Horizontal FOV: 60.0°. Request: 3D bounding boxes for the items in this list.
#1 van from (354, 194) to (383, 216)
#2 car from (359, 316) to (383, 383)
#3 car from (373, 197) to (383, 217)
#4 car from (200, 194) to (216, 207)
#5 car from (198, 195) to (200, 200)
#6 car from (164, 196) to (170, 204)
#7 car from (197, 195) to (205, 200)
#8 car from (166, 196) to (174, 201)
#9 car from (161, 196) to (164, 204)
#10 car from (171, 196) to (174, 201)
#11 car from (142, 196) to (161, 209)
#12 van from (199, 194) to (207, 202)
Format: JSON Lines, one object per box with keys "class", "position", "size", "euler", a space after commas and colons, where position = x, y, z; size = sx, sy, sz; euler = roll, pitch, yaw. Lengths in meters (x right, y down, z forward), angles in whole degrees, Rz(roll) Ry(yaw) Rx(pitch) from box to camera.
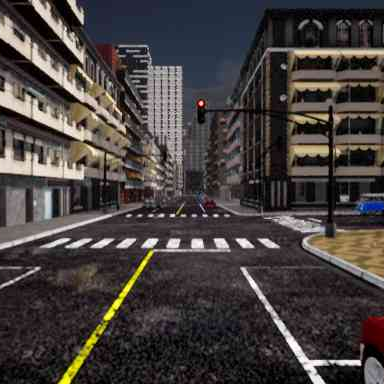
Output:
{"class": "van", "position": [15.607, 1.037, 27.473], "size": [3.998, 1.788, 1.690], "euler": [-1, 1, -1]}
{"class": "car", "position": [2.681, 1.545, 1.885], "size": [1.887, 1.381, 4.507], "euler": [0, 0, 0]}
{"class": "car", "position": [15.027, 1.244, 21.702], "size": [4.902, 1.511, 2.128], "euler": [-1, 0, -1]}
{"class": "car", "position": [2.617, 1.457, 50.884], "size": [1.967, 1.590, 4.097], "euler": [-1, 0, 0]}
{"class": "car", "position": [2.596, 1.581, 67.468], "size": [2.008, 1.369, 4.403], "euler": [-1, 0, 0]}
{"class": "car", "position": [-5.778, 1.465, 61.934], "size": [1.967, 1.590, 4.097], "euler": [-1, 0, 0]}
{"class": "car", "position": [2.560, 1.607, 95.108], "size": [1.887, 1.381, 4.507], "euler": [-1, 0, 0]}
{"class": "car", "position": [-5.812, 1.637, 89.574], "size": [1.802, 1.307, 4.206], "euler": [-1, 0, 0]}
{"class": "car", "position": [-5.763, 1.582, 50.878], "size": [1.947, 1.339, 4.313], "euler": [0, 0, 0]}
{"class": "car", "position": [-5.798, 1.567, 78.348], "size": [1.752, 1.417, 4.829], "euler": [-1, 0, 0]}
{"class": "car", "position": [-5.755, 1.563, 45.351], "size": [2.008, 1.369, 4.403], "euler": [0, 0, 0]}
{"class": "van", "position": [2.580, 1.383, 78.523], "size": [1.690, 1.788, 3.998], "euler": [-1, 0, 0]}
